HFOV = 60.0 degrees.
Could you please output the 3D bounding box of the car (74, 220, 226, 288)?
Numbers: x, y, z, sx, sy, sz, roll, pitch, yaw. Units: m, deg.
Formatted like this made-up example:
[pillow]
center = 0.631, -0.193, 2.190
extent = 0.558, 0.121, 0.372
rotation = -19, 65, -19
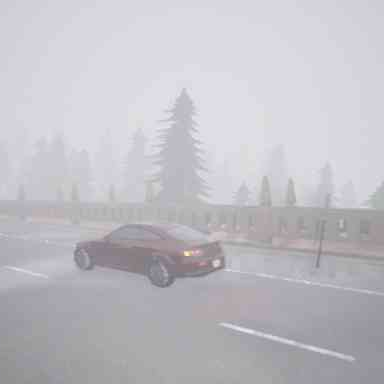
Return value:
[car]
center = -1.293, 1.517, 9.211
extent = 4.674, 1.442, 1.812
rotation = 0, 0, 35
